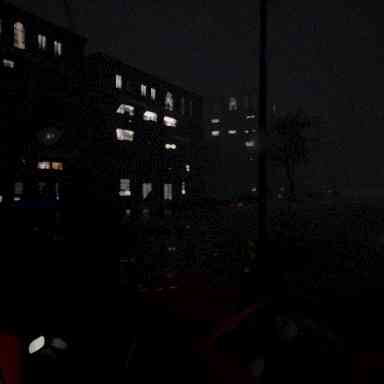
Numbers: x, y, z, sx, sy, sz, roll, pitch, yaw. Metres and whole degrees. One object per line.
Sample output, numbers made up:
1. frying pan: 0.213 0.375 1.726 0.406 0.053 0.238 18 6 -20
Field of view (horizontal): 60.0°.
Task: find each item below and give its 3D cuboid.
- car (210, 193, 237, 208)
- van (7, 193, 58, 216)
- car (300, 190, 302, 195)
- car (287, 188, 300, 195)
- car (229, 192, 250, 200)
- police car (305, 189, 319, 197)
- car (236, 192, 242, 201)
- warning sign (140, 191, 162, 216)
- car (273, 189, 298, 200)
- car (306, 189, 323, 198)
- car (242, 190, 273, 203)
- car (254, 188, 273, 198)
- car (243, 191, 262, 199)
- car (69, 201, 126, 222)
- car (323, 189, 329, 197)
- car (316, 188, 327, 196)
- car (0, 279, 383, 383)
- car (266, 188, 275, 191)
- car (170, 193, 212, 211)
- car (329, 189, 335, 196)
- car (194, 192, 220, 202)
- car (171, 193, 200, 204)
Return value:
1. car: 2.864 1.041 37.459 2.008 1.369 4.403 2 2 35
2. van: -13.552 1.021 28.523 1.690 1.788 3.998 2 2 35
3. car: 27.782 0.100 87.963 1.887 1.381 4.507 2 2 35
4. car: 24.605 -0.045 83.384 2.192 1.841 5.009 2 2 35
5. car: 8.703 0.635 60.532 1.947 1.339 4.313 2 2 35
6. police car: 27.664 0.179 76.646 1.930 1.638 5.238 0 1 32
7. car: 7.564 0.804 48.860 1.812 1.442 4.674 1 1 35
8. warning sign: -3.056 0.842 24.822 1.300 1.860 1.060 0 0 35
9. car: 15.681 0.665 55.886 1.752 1.417 4.829 2 2 35
10. car: 25.123 0.435 69.463 2.008 1.369 4.403 2 2 35
11. car: 9.223 0.866 46.603 2.008 1.369 4.403 2 2 35
12. car: 15.066 0.212 69.669 2.192 1.841 5.009 2 2 35
13. car: 11.786 0.511 64.963 1.752 1.417 4.829 2 2 35
14. car: -6.675 1.319 23.744 1.947 1.339 4.313 2 2 35
15. car: 28.302 0.350 74.033 2.008 1.369 4.403 2 2 35
16. car: 33.120 -0.046 84.767 2.097 1.767 4.553 0 1 28
17. car: -0.315 1.543 3.095 4.507 1.381 1.887 0 0 36
18. car: 13.188 0.345 57.029 2.150 2.045 5.566 1 1 35
19. car: -0.316 1.122 32.886 1.887 1.381 4.507 2 2 35
20. car: 34.662 0.068 83.175 1.967 1.590 4.097 2 2 35
21. car: 2.344 0.793 51.388 2.008 1.369 4.403 2 2 35
22. car: -0.836 0.895 46.816 1.947 1.339 4.313 2 2 35
